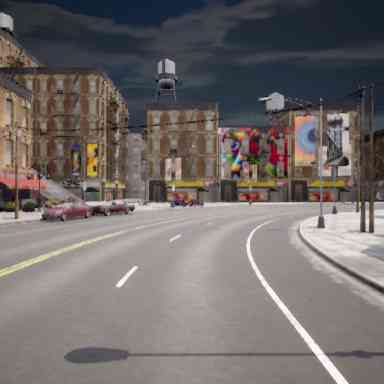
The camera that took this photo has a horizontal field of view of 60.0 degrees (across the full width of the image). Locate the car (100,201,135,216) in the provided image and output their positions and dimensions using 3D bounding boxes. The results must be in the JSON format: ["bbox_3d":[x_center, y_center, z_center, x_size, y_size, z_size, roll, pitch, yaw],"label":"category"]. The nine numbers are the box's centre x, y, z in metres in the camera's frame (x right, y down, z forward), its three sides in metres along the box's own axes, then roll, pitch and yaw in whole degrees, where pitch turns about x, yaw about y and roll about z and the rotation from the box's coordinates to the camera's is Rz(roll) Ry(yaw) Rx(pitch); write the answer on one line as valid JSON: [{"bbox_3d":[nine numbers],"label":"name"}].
[{"bbox_3d":[-7.733,1.575,32.201,1.895,1.301,4.718,0,0,30],"label":"car"}]

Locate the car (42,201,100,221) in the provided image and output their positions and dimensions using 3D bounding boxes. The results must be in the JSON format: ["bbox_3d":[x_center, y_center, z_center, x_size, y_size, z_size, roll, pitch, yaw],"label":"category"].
[{"bbox_3d":[-9.898,1.500,26.895,2.002,1.452,4.674,0,0,20],"label":"car"}]
